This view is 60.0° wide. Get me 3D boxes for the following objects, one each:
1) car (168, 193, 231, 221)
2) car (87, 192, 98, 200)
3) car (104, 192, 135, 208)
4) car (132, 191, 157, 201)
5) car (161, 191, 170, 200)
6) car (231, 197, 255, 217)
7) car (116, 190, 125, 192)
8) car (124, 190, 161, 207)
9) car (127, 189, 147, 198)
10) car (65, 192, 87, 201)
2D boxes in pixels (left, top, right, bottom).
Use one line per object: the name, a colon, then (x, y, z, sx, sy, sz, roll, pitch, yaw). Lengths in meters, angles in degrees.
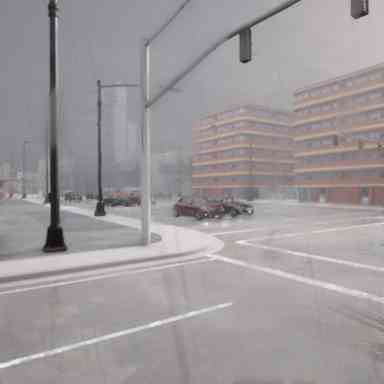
car: (0.473, 1.103, 25.027, 2.097, 1.767, 4.553, -1, 1, -34)
car: (-16.478, 0.733, 56.198, 1.994, 1.385, 4.181, -1, 1, -34)
car: (-8.680, 1.056, 38.422, 1.994, 1.385, 4.181, -1, 1, -34)
car: (-8.105, 0.639, 56.352, 2.128, 1.511, 4.902, -1, 1, -34)
car: (-5.216, 0.623, 58.328, 1.837, 1.490, 4.892, -1, 1, -34)
car: (3.037, 1.202, 27.475, 2.128, 1.511, 4.902, -1, 1, -35)
car: (-13.977, 0.335, 64.936, 2.097, 1.767, 4.553, -1, 1, -34)
car: (-6.081, 0.808, 40.822, 2.097, 1.767, 4.553, -1, 1, -34)
car: (-11.088, 0.306, 66.911, 2.097, 1.767, 4.553, -1, 1, -34)
car: (-19.368, 0.676, 54.221, 2.128, 1.511, 4.902, -1, 1, -34)
